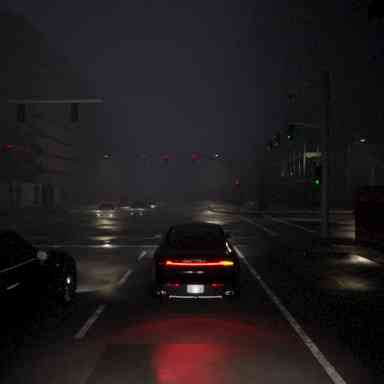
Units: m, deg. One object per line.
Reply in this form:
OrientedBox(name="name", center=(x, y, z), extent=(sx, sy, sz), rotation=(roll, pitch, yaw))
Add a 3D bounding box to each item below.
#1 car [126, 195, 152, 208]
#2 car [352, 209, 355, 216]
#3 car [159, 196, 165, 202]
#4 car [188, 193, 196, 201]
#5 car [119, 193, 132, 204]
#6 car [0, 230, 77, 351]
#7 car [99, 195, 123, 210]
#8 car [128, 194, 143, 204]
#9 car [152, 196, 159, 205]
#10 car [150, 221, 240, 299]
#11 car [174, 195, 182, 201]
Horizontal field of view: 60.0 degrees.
OrientedBox(name="car", center=(-7.474, 1.547, 47.496), extent=(2.033, 1.411, 5.357), rotation=(0, 0, 0))
OrientedBox(name="car", center=(15.976, 1.656, 27.665), extent=(4.718, 1.301, 1.895), rotation=(0, 0, 0))
OrientedBox(name="car", center=(-7.117, 1.535, 74.393), extent=(2.033, 1.411, 5.357), rotation=(0, 0, 1))
OrientedBox(name="car", center=(-0.004, 1.225, 84.459), extent=(2.150, 2.045, 5.566), rotation=(0, 0, 1))
OrientedBox(name="car", center=(-10.930, 1.221, 54.134), extent=(2.150, 2.045, 5.566), rotation=(0, 0, 1))
OrientedBox(name="car", center=(-3.445, 1.352, 5.119), extent=(2.097, 1.767, 4.553), rotation=(0, 0, 0))
OrientedBox(name="car", center=(-10.962, 1.478, 44.314), extent=(1.882, 1.535, 5.008), rotation=(0, 0, 0))
OrientedBox(name="car", center=(-10.781, 1.352, 63.883), extent=(2.097, 1.767, 4.553), rotation=(0, 0, 1))
OrientedBox(name="car", center=(-7.381, 1.477, 57.896), extent=(1.882, 1.535, 5.008), rotation=(0, 0, 1))
OrientedBox(name="car", center=(0.082, 1.505, 8.441), extent=(1.837, 1.490, 4.892), rotation=(0, 0, 0))
OrientedBox(name="car", center=(-3.507, 1.553, 84.235), extent=(1.994, 1.385, 4.181), rotation=(0, 0, 1))
